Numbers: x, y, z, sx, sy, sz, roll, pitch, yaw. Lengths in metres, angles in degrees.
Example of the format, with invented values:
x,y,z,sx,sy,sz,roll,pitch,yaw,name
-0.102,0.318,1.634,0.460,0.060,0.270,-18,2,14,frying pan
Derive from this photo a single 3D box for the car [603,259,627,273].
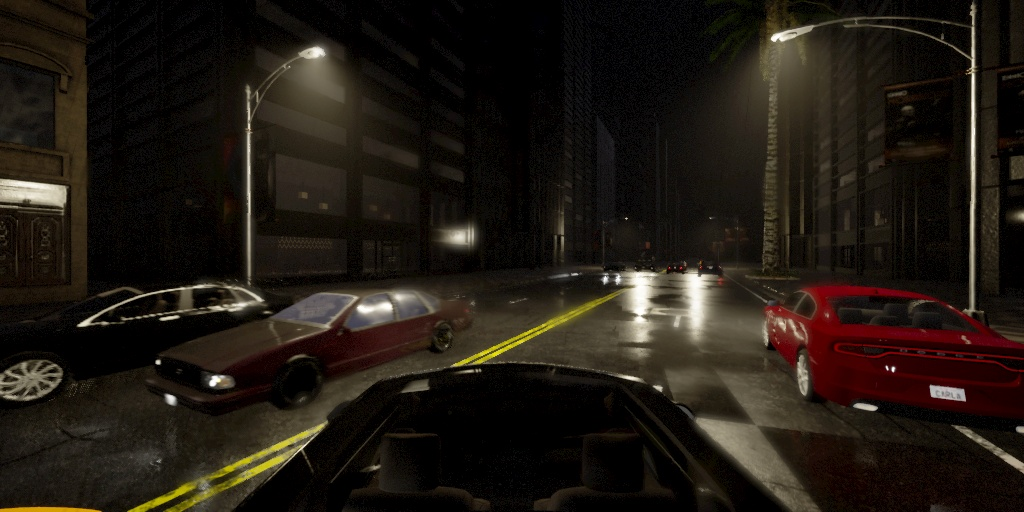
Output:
x,y,z,sx,sy,sz,roll,pitch,yaw,name
12.361,1.368,43.182,1.895,1.301,4.718,0,0,27,car

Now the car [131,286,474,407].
x,y,z,sx,sy,sz,roll,pitch,yaw,name
-2.793,1.297,6.577,2.033,1.411,5.357,0,0,27,car

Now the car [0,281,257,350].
x,y,z,sx,sy,sz,roll,pitch,yaw,name
-6.504,1.255,6.467,1.837,1.490,4.892,0,0,27,car

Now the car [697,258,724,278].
x,y,z,sx,sy,sz,roll,pitch,yaw,name
19.269,1.116,34.891,2.097,1.767,4.553,0,0,27,car

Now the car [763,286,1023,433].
x,y,z,sx,sy,sz,roll,pitch,yaw,name
5.511,1.228,5.807,1.882,1.535,5.008,0,0,27,car

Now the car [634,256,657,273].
x,y,z,sx,sy,sz,roll,pitch,yaw,name
16.598,0.991,44.315,2.150,2.045,5.566,0,0,27,car

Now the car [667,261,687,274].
x,y,z,sx,sy,sz,roll,pitch,yaw,name
18.625,1.315,40.713,2.033,1.411,5.357,0,0,27,car
